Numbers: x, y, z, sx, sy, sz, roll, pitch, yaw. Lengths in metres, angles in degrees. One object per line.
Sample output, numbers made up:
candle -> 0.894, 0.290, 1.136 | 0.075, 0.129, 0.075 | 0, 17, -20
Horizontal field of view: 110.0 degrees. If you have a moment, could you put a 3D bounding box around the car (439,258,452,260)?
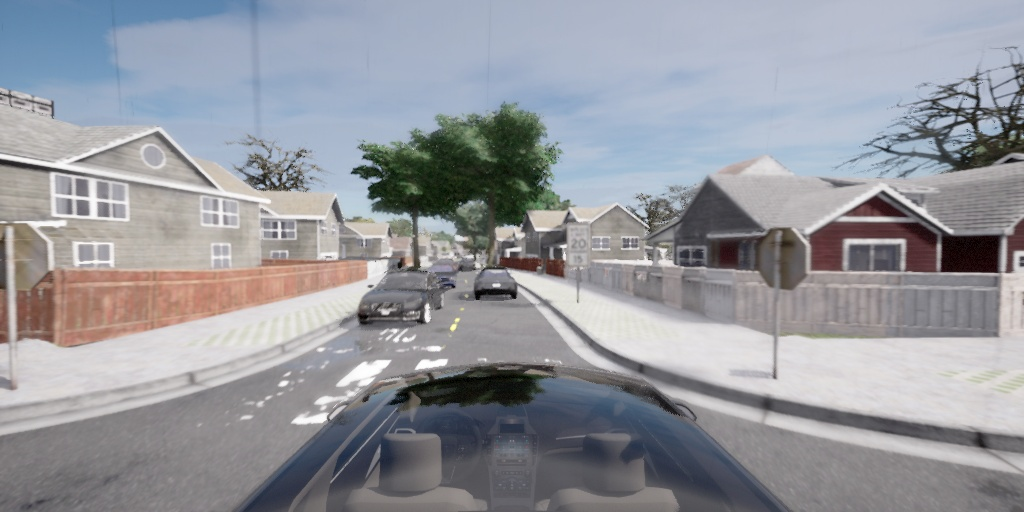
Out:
car -> -6.091, 0.976, 32.910 | 2.097, 1.767, 4.553 | 0, 0, -11

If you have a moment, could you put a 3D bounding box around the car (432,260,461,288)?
car -> -4.419, 1.216, 22.757 | 2.033, 1.411, 5.357 | 0, 0, -8

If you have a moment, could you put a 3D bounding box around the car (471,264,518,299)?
car -> -0.861, 1.240, 17.645 | 1.994, 1.385, 4.181 | 0, 0, -5

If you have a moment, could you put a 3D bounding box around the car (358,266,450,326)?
car -> -3.366, 1.223, 11.685 | 1.837, 1.490, 4.892 | 0, 0, -3

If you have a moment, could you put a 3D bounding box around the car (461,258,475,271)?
car -> -5.612, 1.044, 44.772 | 2.128, 1.511, 4.902 | 0, 0, -12
